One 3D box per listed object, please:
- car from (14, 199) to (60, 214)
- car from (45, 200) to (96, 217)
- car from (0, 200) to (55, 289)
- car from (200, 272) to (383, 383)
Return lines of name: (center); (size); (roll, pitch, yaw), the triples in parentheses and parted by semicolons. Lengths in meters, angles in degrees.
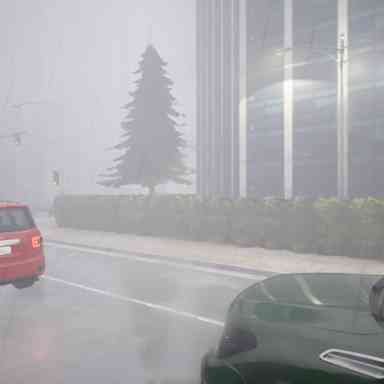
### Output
car: (-17.178, 1.564, 37.017); (1.994, 1.385, 4.181); (0, 0, 36)
car: (-11.711, 1.564, 32.299); (1.994, 1.385, 4.181); (0, 0, 36)
car: (-5.740, 1.221, 8.023); (5.566, 2.045, 2.150); (0, 0, 38)
car: (2.730, 1.221, 2.043); (5.566, 2.045, 2.150); (0, 0, 36)
